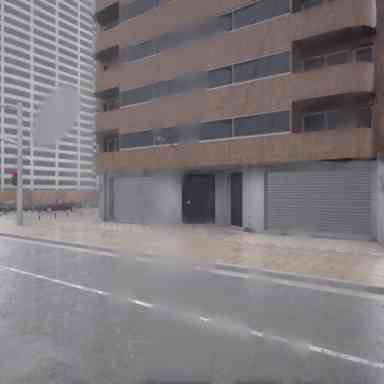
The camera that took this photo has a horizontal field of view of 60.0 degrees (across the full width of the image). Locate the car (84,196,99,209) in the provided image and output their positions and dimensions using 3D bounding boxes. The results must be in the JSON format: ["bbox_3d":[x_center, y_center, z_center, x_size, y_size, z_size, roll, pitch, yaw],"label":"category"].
[{"bbox_3d":[-13.839,1.564,45.606,1.994,1.385,4.181,0,0,35],"label":"car"}]

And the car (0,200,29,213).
[{"bbox_3d":[-19.532,1.547,37.405,2.033,1.411,5.357,0,0,35],"label":"car"}]

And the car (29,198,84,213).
[{"bbox_3d":[-15.161,1.477,37.566,1.882,1.535,5.008,0,0,35],"label":"car"}]
